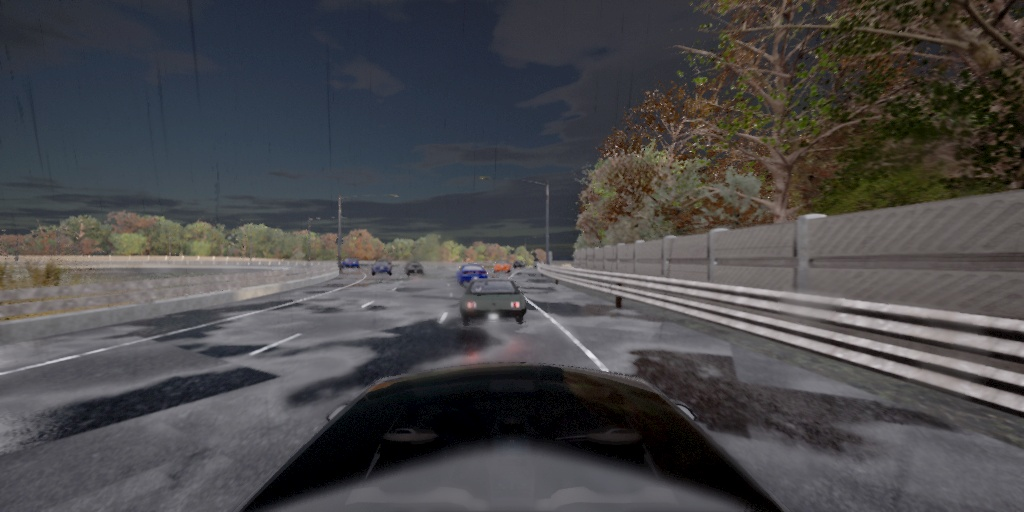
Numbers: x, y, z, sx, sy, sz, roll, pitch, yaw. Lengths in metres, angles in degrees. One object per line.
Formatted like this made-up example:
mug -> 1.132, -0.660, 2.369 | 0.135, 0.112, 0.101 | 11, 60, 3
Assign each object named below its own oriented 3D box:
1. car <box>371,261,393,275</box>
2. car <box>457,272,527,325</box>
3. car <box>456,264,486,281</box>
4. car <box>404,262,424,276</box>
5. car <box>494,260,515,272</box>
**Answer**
car -> -15.839, 1.343, 43.331 | 2.097, 1.767, 4.553 | 0, 0, -23
car -> -0.671, 1.400, 12.160 | 1.895, 1.301, 4.718 | 0, 0, -4
car -> -3.071, 1.352, 26.894 | 1.882, 1.535, 5.008 | 0, 0, -13
car -> -11.504, 1.475, 42.058 | 1.837, 1.490, 4.892 | 0, 0, -21
car -> -1.153, 1.318, 48.310 | 2.097, 1.767, 4.553 | 0, 0, 4
